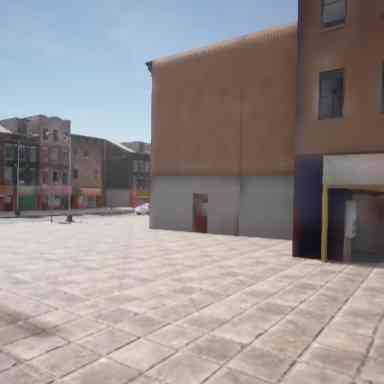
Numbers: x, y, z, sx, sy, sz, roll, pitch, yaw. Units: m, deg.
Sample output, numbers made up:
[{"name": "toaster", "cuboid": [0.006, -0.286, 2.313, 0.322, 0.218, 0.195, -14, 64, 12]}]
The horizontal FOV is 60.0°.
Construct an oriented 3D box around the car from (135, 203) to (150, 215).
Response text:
[{"name": "car", "cuboid": [-4.857, 2.077, 40.229, 1.812, 1.442, 4.674, 2, 0, 36]}]
